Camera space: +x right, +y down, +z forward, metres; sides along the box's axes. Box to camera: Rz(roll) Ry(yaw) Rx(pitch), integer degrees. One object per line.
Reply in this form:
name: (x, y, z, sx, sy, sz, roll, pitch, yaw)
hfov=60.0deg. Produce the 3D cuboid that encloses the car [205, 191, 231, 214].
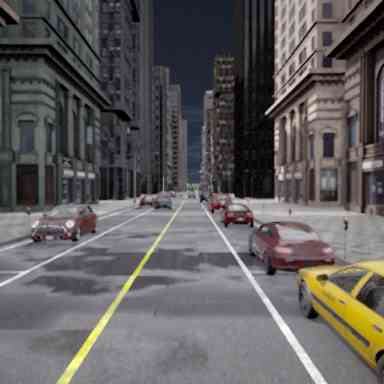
car: (2.748, 1.072, 32.284, 2.192, 1.841, 5.009, 0, 0, 0)

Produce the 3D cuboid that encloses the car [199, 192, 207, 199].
car: (2.733, 0.826, 82.699, 1.967, 1.590, 4.097, 0, 0, 0)

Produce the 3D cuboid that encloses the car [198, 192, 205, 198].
car: (2.729, 0.744, 93.902, 1.967, 1.590, 4.097, 0, 0, 0)

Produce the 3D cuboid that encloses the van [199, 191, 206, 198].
van: (2.730, 0.686, 88.301, 1.690, 1.788, 3.998, 0, 0, 0)

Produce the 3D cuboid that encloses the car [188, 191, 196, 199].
car: (-0.024, 0.895, 75.333, 1.895, 1.301, 4.718, 0, 0, 0)

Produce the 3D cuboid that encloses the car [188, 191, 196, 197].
car: (-0.029, 0.488, 91.989, 2.097, 1.767, 4.553, 0, 0, 0)

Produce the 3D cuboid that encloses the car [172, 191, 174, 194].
car: (-5.791, 0.867, 77.092, 1.967, 1.590, 4.097, 0, 0, 0)

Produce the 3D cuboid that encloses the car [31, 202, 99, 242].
car: (-5.771, 1.323, 15.471, 1.967, 1.590, 4.097, 0, 0, 0)

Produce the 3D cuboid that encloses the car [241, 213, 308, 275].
car: (2.757, 1.506, 9.880, 1.802, 1.307, 4.206, 0, 0, 0)

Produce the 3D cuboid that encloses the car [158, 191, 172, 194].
car: (-5.788, 0.824, 65.888, 2.192, 1.841, 5.009, 0, 0, 0)

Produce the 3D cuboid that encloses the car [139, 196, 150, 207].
car: (-5.780, 1.219, 43.481, 1.887, 1.381, 4.507, 0, 0, 0)

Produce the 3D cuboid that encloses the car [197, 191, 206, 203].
car: (2.376, 0.810, 55.918, 2.150, 2.045, 5.566, 0, 0, 0)

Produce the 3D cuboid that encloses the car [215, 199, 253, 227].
car: (2.753, 1.385, 21.083, 1.887, 1.381, 4.507, 0, 0, 0)

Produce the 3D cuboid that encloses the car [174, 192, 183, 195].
car: (-3.025, 0.748, 77.697, 1.994, 1.385, 4.181, 0, 0, 0)

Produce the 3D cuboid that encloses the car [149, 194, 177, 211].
car: (-3.110, 1.270, 36.991, 2.033, 1.411, 5.357, 0, 0, 0)

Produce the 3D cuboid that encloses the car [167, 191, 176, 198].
car: (-5.797, 0.620, 93.898, 2.192, 1.841, 5.009, 0, 0, 0)

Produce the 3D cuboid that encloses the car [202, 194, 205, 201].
car: (2.746, 1.240, 43.489, 1.947, 1.339, 4.313, 0, 0, 0)

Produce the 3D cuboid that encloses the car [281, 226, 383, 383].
car: (2.758, 1.491, 4.448, 1.752, 1.417, 4.829, 0, 0, 0)
